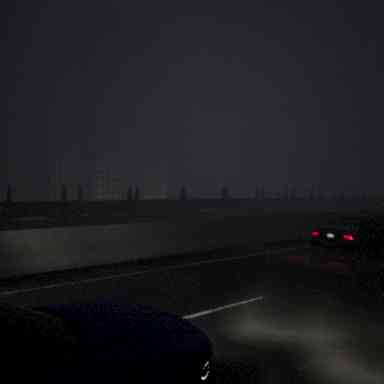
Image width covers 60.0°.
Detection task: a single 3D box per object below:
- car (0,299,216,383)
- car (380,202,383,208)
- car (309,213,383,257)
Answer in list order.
[{"bbox_3d":[-2.068,1.477,2.272,5.008,1.535,1.882,0,0,-36],"label":"car"},{"bbox_3d":[27.384,1.601,44.921,4.718,1.301,1.895,0,0,-35],"label":"car"},{"bbox_3d":[6.809,1.547,12.904,5.357,1.411,2.033,0,0,-36],"label":"car"}]
